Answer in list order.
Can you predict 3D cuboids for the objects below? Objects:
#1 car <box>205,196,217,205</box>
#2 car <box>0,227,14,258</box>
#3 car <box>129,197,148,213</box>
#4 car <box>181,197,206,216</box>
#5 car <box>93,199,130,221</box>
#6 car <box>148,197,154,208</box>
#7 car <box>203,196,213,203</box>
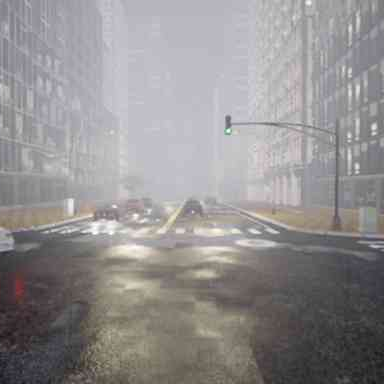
[{"bbox_3d":[3.195,1.465,56.686,1.882,1.535,5.008,0,0,0],"label":"car"},{"bbox_3d":[-7.853,1.457,10.824,4.674,1.442,1.812,1,0,26],"label":"car"},{"bbox_3d":[-6.605,1.472,37.445,1.882,1.535,5.008,0,0,1],"label":"car"},{"bbox_3d":[0.070,1.499,31.858,1.837,1.490,4.892,0,0,0],"label":"car"},{"bbox_3d":[-6.616,1.560,27.120,1.994,1.385,4.181,0,0,0],"label":"car"},{"bbox_3d":[-6.549,1.469,47.820,1.882,1.535,5.008,0,0,0],"label":"car"},{"bbox_3d":[3.183,1.513,67.105,1.812,1.442,4.674,0,0,0],"label":"car"}]
